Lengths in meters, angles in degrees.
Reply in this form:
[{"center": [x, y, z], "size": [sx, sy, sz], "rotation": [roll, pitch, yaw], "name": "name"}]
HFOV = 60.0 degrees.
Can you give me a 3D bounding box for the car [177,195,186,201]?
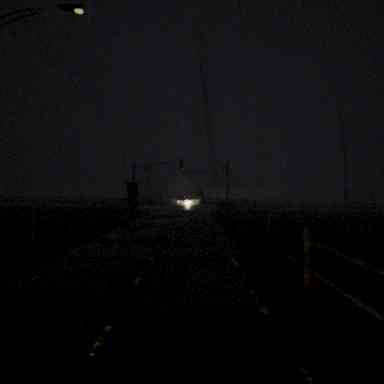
[{"center": [-2.695, 1.495, 87.300], "size": [1.837, 1.490, 4.892], "rotation": [0, 0, 0], "name": "car"}]
